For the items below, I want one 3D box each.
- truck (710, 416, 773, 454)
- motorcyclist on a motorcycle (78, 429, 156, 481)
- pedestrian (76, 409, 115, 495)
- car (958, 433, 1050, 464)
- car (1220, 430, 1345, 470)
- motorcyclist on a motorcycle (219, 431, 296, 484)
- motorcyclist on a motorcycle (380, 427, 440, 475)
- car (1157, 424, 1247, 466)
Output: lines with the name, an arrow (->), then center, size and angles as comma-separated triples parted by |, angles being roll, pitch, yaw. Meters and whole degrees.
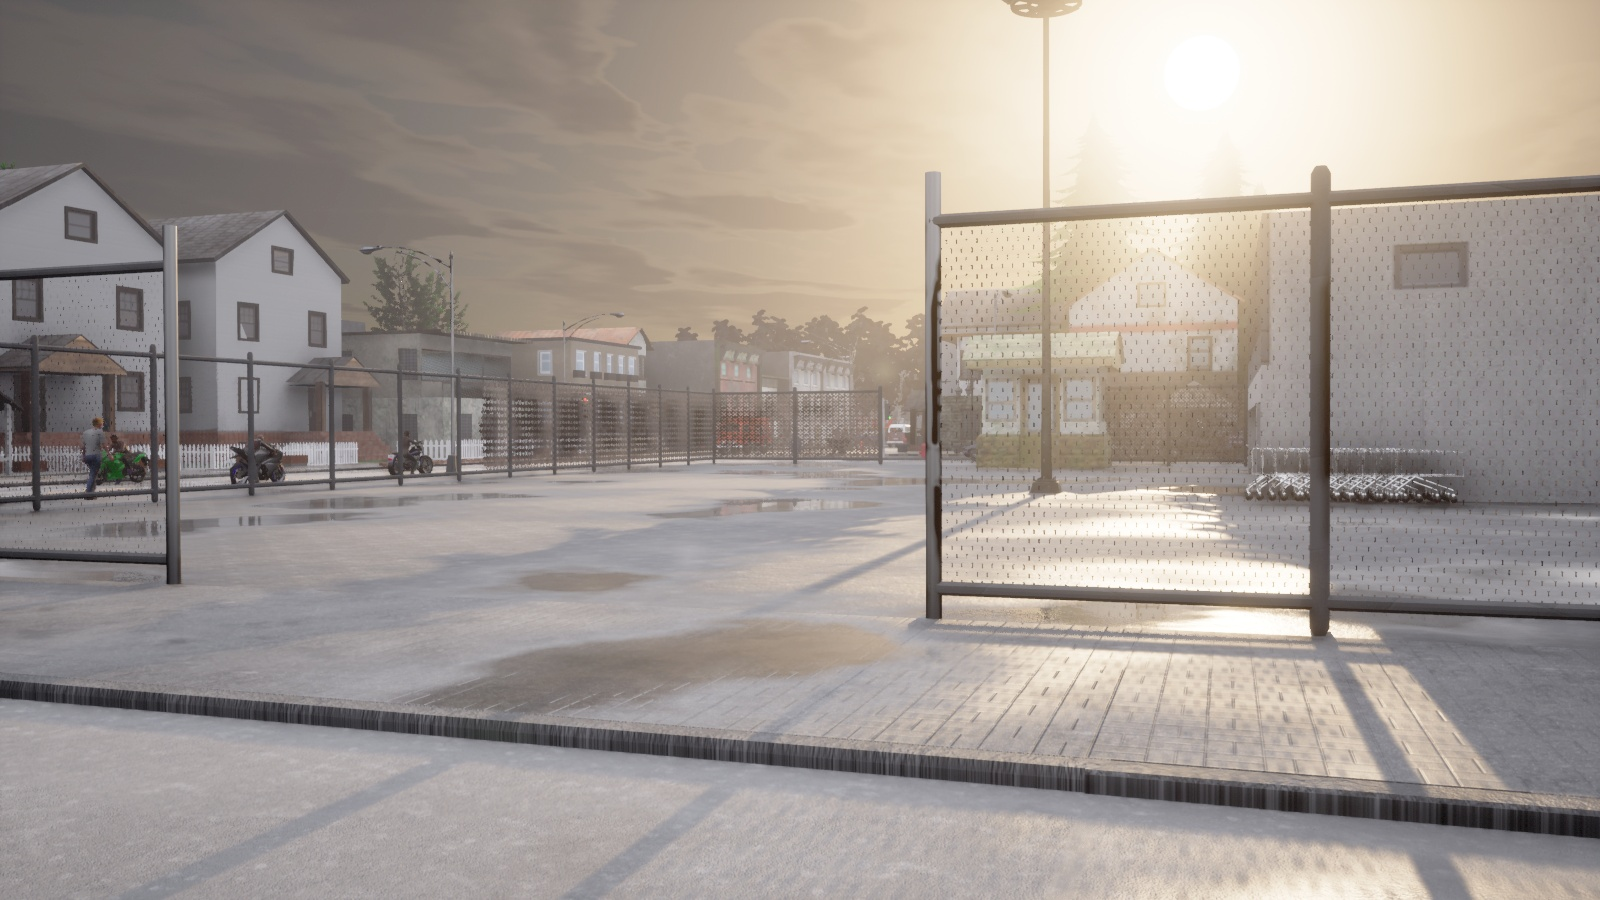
truck -> -3.927, -1.049, 85.792 | 2.627, 2.467, 5.204 | 1, 1, 18
motorcyclist on a motorcycle -> -20.337, 0.133, 37.446 | 0.797, 1.523, 2.044 | 1, 1, 19
pedestrian -> -15.395, 0.039, 27.444 | 0.354, 1.836, 0.706 | 0, 1, 15
car -> 9.941, -0.101, 61.133 | 4.193, 1.474, 1.816 | 1, 1, 19
car -> 20.438, -0.021, 53.354 | 4.856, 1.649, 2.033 | 1, 1, 20
motorcyclist on a motorcycle -> -16.126, 0.202, 37.396 | 0.866, 1.530, 2.191 | 1, 1, 19
motorcyclist on a motorcycle -> -13.768, 0.014, 44.441 | 0.766, 1.649, 2.350 | 1, 1, 20
car -> 18.617, -0.238, 58.179 | 3.866, 1.878, 1.905 | 1, 1, 18
